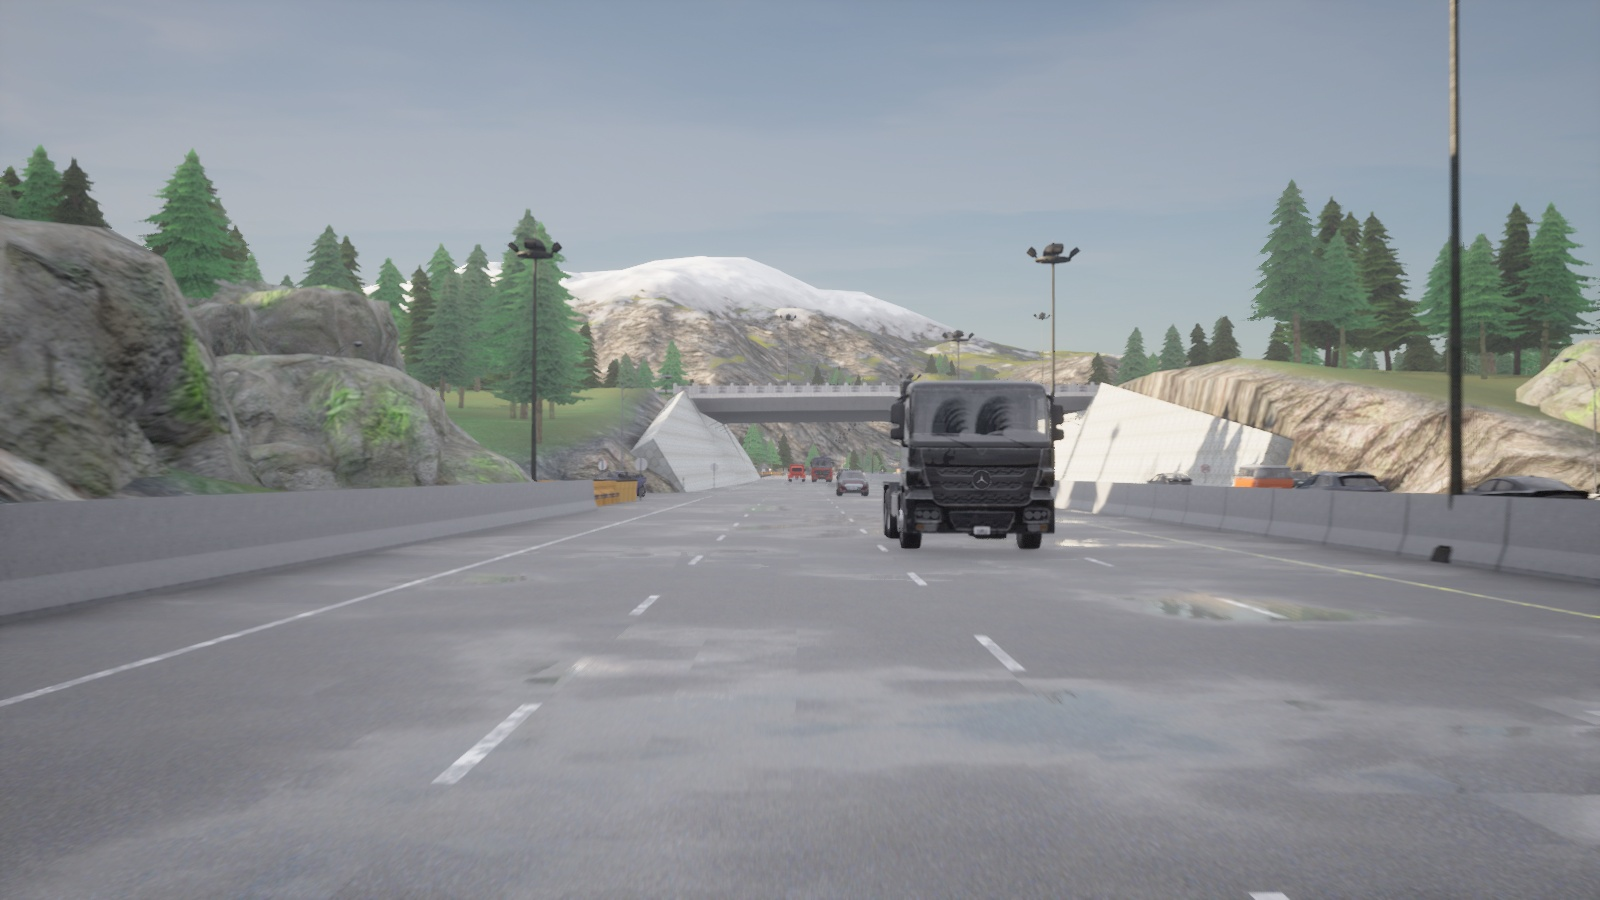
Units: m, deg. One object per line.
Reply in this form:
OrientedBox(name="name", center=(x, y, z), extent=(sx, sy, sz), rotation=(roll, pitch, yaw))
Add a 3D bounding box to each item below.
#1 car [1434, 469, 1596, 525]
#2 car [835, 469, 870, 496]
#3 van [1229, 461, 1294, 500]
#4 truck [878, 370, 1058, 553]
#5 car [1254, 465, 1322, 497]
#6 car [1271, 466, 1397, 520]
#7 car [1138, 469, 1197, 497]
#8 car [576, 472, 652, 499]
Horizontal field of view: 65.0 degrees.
OrientedBox(name="car", center=(20.910, 1.326, 36.996), extent=(1.882, 1.535, 5.008), rotation=(0, -1, 0))
OrientedBox(name="car", center=(3.306, 2.062, 79.783), extent=(2.033, 1.649, 4.856), rotation=(0, -1, 0))
OrientedBox(name="van", center=(24.338, 1.581, 66.398), extent=(1.775, 1.987, 4.442), rotation=(0, -1, 0))
OrientedBox(name="truck", center=(3.428, 0.283, 27.785), extent=(2.891, 3.462, 7.936), rotation=(0, -1, 0))
OrientedBox(name="car", center=(27.825, 1.758, 71.742), extent=(2.097, 1.767, 4.553), rotation=(0, -1, 0))
OrientedBox(name="car", center=(17.400, 1.363, 41.215), extent=(2.033, 1.649, 4.856), rotation=(0, -1, 0))
OrientedBox(name="car", center=(20.826, 1.869, 71.378), extent=(2.007, 1.525, 4.514), rotation=(0, -1, 0))
OrientedBox(name="car", center=(-10.639, 2.008, 72.146), extent=(2.007, 1.525, 4.514), rotation=(-1, -1, 28))
